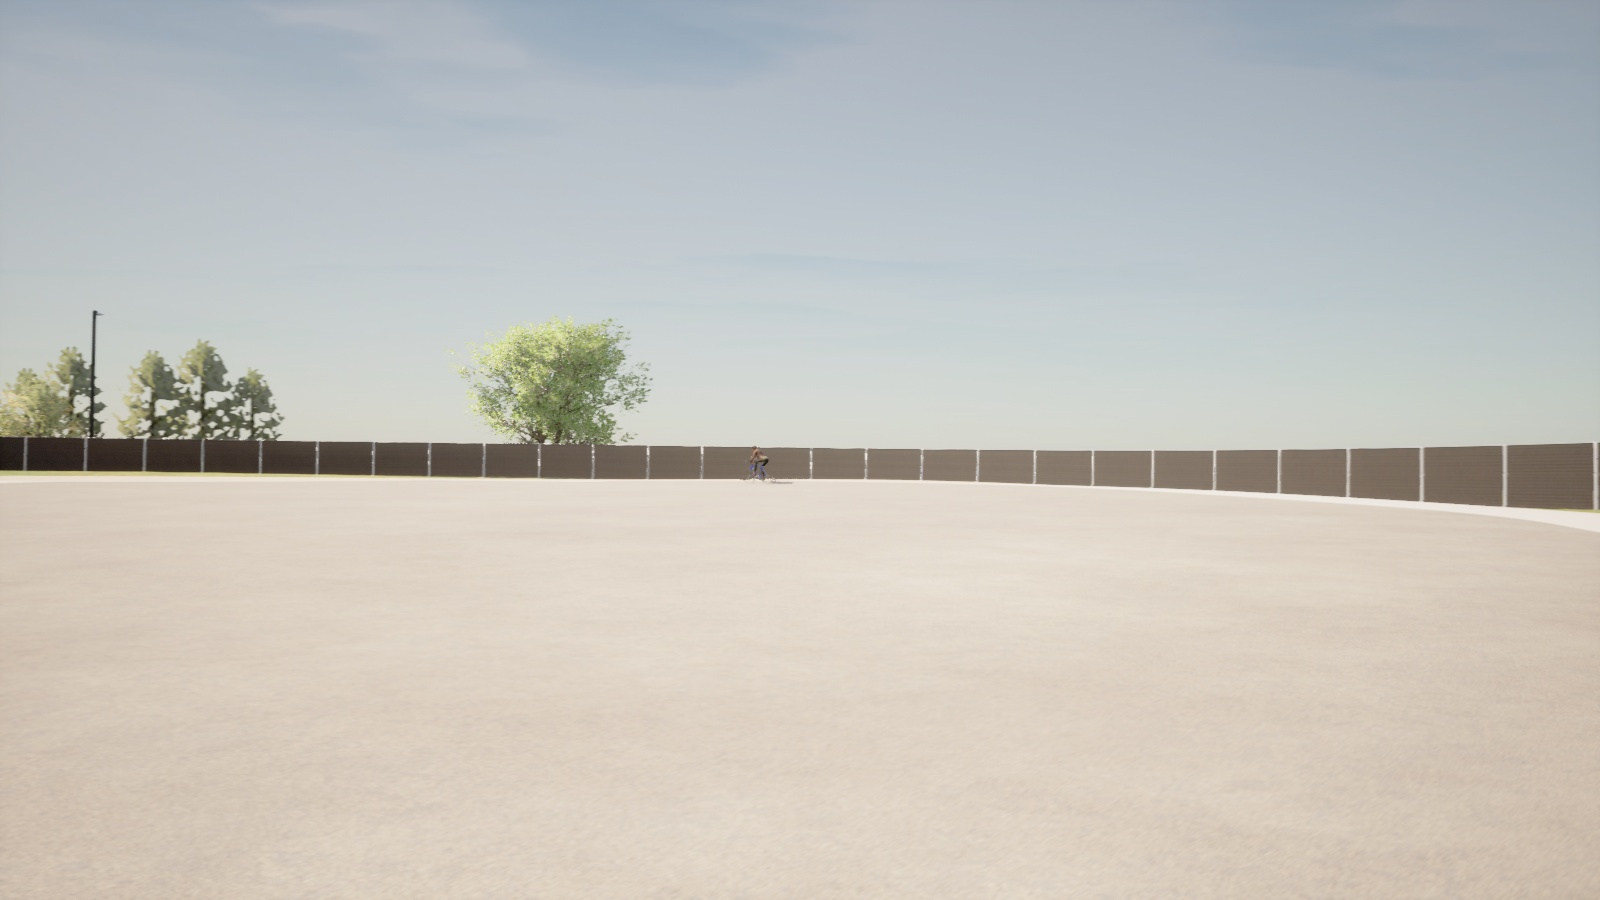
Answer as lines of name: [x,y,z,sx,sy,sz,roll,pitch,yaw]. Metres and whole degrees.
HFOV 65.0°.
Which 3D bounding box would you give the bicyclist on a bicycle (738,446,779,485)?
bicyclist on a bicycle: [-1.758,0.647,53.030,1.656,1.620,0.582,-1,1,35]
